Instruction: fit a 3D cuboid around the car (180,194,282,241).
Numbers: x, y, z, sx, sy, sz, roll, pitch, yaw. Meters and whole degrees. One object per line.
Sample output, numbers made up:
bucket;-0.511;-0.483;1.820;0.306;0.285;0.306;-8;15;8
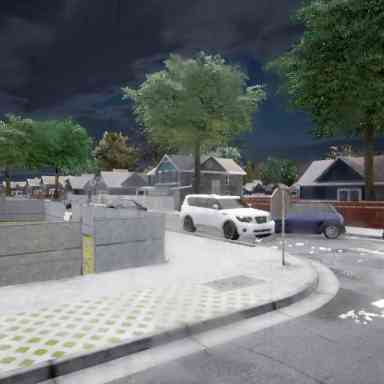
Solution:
car;1.529;1.159;16.743;2.150;2.045;5.566;0;1;-35

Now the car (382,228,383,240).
car;10.132;1.517;13.185;4.674;1.442;1.812;0;0;3

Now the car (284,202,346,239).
car;5.183;1.310;16.784;4.553;1.767;2.097;0;0;15

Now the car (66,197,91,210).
car;-13.108;1.363;38.234;2.128;1.511;4.902;0;0;-35

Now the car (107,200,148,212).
car;-5.293;1.378;27.057;1.882;1.535;5.008;0;0;-35
